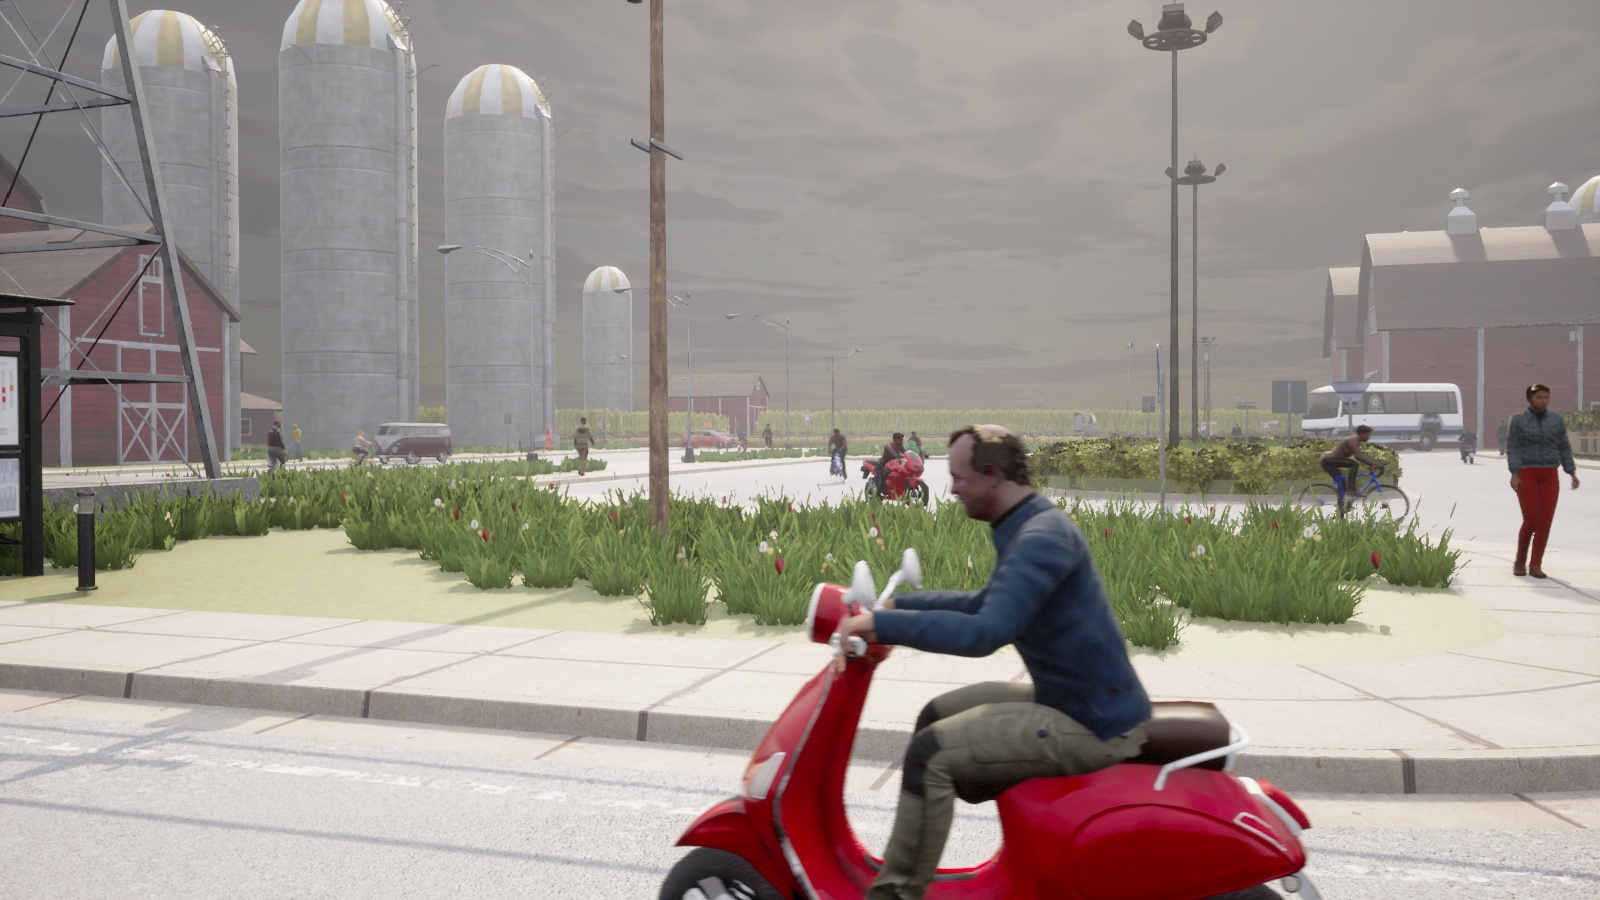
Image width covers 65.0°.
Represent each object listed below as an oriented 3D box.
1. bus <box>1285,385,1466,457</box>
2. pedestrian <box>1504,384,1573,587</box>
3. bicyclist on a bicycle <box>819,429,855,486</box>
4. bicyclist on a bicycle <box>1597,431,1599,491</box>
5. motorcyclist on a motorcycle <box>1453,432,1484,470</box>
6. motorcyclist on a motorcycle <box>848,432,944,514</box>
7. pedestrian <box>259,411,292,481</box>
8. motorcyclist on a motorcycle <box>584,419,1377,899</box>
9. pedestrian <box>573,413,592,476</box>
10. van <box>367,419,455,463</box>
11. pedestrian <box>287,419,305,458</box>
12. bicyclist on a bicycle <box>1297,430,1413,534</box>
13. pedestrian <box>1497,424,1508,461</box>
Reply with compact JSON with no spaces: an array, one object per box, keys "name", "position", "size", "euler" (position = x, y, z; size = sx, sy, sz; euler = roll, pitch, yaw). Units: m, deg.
[{"name":"bus","position":[35.772,-1.741,78.072],"size":[10.273,4.253,3.944],"euler":[0,0,-19]},{"name":"pedestrian","position":[6.897,0.320,11.744],"size":[0.353,1.847,0.614],"euler":[0,1,12]},{"name":"bicyclist on a bicycle","position":[1.085,0.201,36.359],"size":[0.582,1.620,1.656],"euler":[1,1,18]},{"name":"bicyclist on a bicycle","position":[22.006,0.309,33.545],"size":[0.866,1.612,1.509],"euler":[1,1,19]},{"name":"motorcyclist on a motorcycle","position":[28.873,0.019,54.278],"size":[0.866,1.590,1.817],"euler":[1,1,18]},{"name":"motorcyclist on a motorcycle","position":[1.866,0.420,24.694],"size":[0.797,1.523,2.044],"euler":[0,1,-33]},{"name":"pedestrian","position":[-14.126,-0.113,33.816],"size":[0.376,1.854,0.720],"euler":[1,1,32]},{"name":"motorcyclist on a motorcycle","position":[0.444,0.728,3.347],"size":[1.817,1.590,0.866],"euler":[0,0,10]},{"name":"pedestrian","position":[-6.715,-0.164,38.771],"size":[0.396,1.930,0.692],"euler":[0,1,7]},{"name":"van","position":[-18.534,-0.452,60.036],"size":[1.775,1.987,4.442],"euler":[1,1,18]},{"name":"pedestrian","position":[-23.416,-0.541,58.363],"size":[0.354,1.836,0.706],"euler":[1,1,35]},{"name":"bicyclist on a bicycle","position":[8.948,0.488,20.270],"size":[1.656,1.620,0.582],"euler":[1,2,28]},{"name":"pedestrian","position":[34.529,-0.377,61.728],"size":[0.353,1.847,0.614],"euler":[1,1,20]}]
